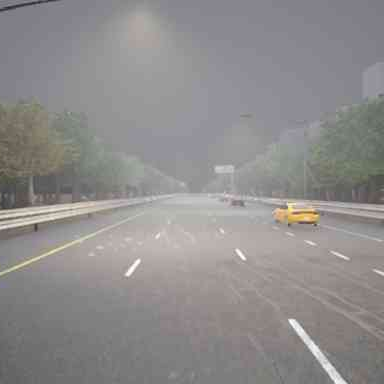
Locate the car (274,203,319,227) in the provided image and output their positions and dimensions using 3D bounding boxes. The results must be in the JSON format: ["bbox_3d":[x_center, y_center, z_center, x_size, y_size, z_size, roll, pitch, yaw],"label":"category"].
[{"bbox_3d":[7.019,1.491,22.808,1.882,1.535,5.008,0,0,0],"label":"car"}]

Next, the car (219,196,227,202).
[{"bbox_3d":[7.283,1.622,76.263,2.033,1.411,5.357,0,0,0],"label":"car"}]

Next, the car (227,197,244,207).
[{"bbox_3d":[7.131,1.528,52.996,1.882,1.535,5.008,0,0,0],"label":"car"}]
